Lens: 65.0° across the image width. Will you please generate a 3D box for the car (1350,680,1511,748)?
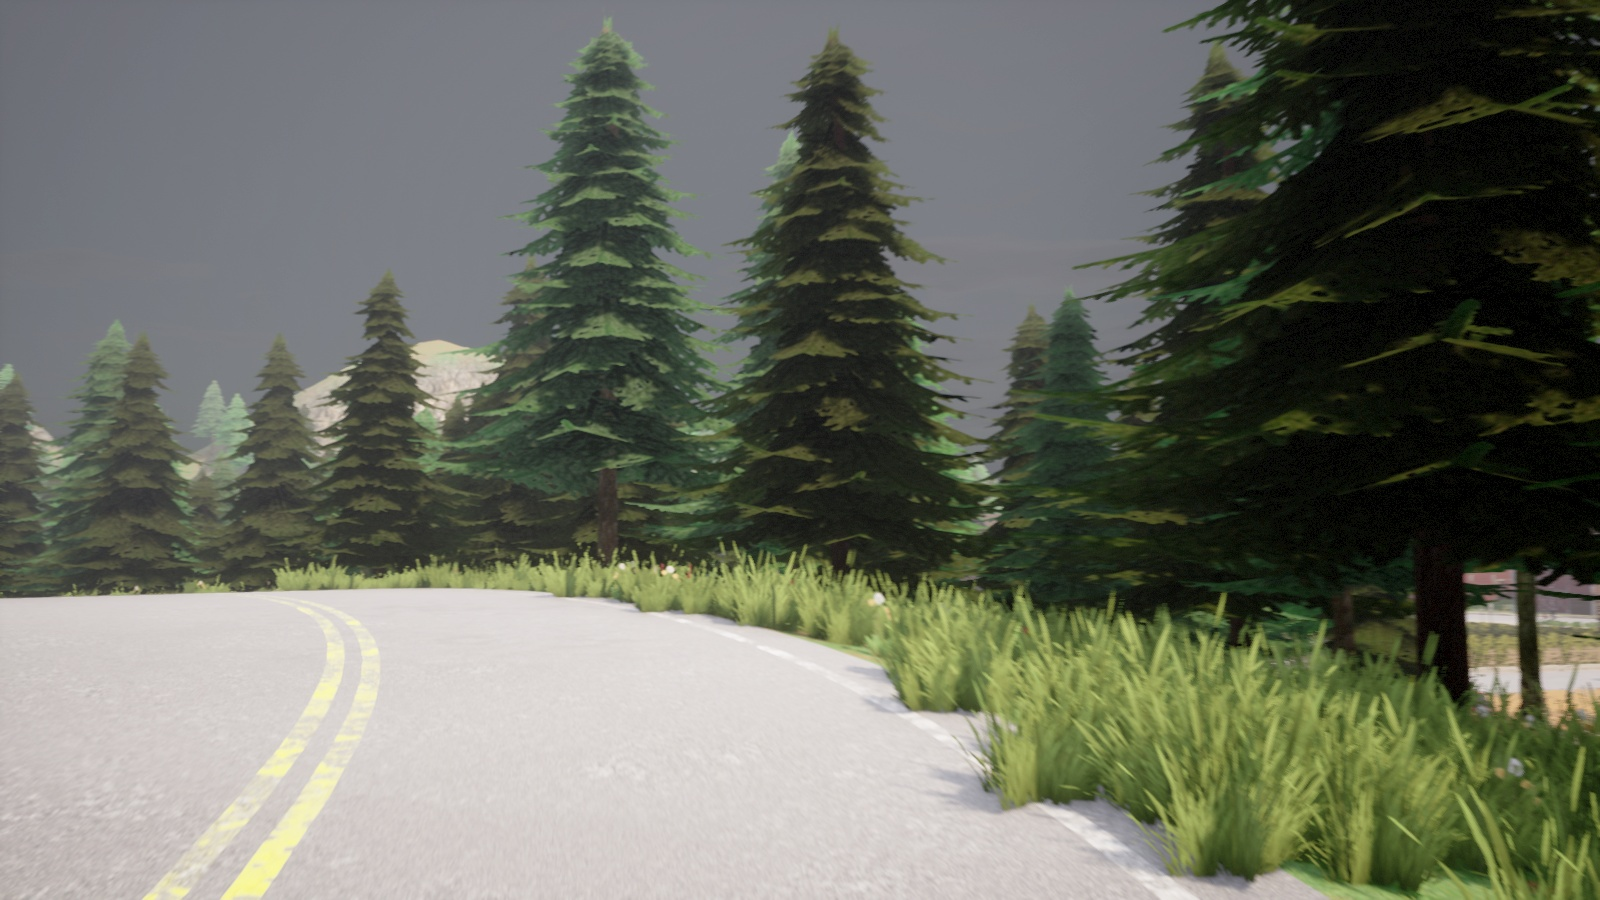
[{"bbox_3d":[26.078,10.872,52.134,2.150,2.045,5.566,3,-5,-34],"label":"car"}]
